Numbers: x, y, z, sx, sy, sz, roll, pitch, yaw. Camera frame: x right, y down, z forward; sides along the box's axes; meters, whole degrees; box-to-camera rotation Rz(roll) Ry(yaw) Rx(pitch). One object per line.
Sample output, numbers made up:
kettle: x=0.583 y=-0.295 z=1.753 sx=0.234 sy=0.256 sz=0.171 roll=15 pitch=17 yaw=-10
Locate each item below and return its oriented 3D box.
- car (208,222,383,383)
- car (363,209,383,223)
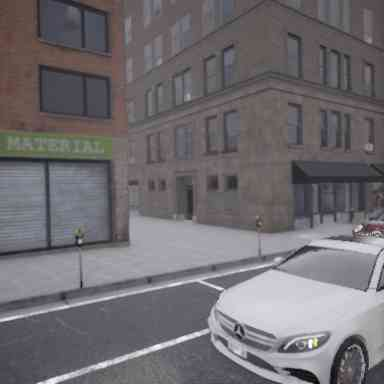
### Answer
car: x=2.402 y=1.459 z=5.084 sx=4.674 sy=1.442 sz=1.812 roll=-1 pitch=1 yaw=-35
car: x=7.625 y=1.260 z=12.083 sx=4.097 sy=1.590 sz=1.967 roll=-1 pitch=0 yaw=-35
